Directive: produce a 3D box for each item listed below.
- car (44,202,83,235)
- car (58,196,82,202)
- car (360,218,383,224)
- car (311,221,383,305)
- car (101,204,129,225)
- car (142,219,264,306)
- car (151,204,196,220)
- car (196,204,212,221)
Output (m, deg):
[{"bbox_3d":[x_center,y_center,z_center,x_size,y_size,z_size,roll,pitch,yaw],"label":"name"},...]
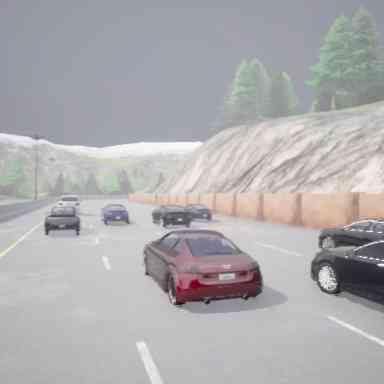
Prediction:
[{"bbox_3d":[-7.550,1.591,19.619,2.128,1.511,4.902,1,0,-19],"label":"car"},{"bbox_3d":[-13.082,1.406,35.663,2.150,2.045,5.566,1,0,-19],"label":"car"},{"bbox_3d":[6.421,1.619,11.293,2.128,1.511,4.902,1,0,-19],"label":"car"},{"bbox_3d":[4.389,1.583,6.430,1.837,1.490,4.892,1,0,-19],"label":"car"},{"bbox_3d":[-6.028,1.682,25.940,1.812,1.442,4.674,1,0,-19],"label":"car"},{"bbox_3d":[0.027,1.628,8.358,1.994,1.385,4.181,1,0,-19],"label":"car"},{"bbox_3d":[-1.581,1.647,23.780,1.882,1.535,5.008,1,0,-19],"label":"car"},{"bbox_3d":[0.279,1.747,29.079,1.812,1.442,4.674,1,0,-19],"label":"car"}]
